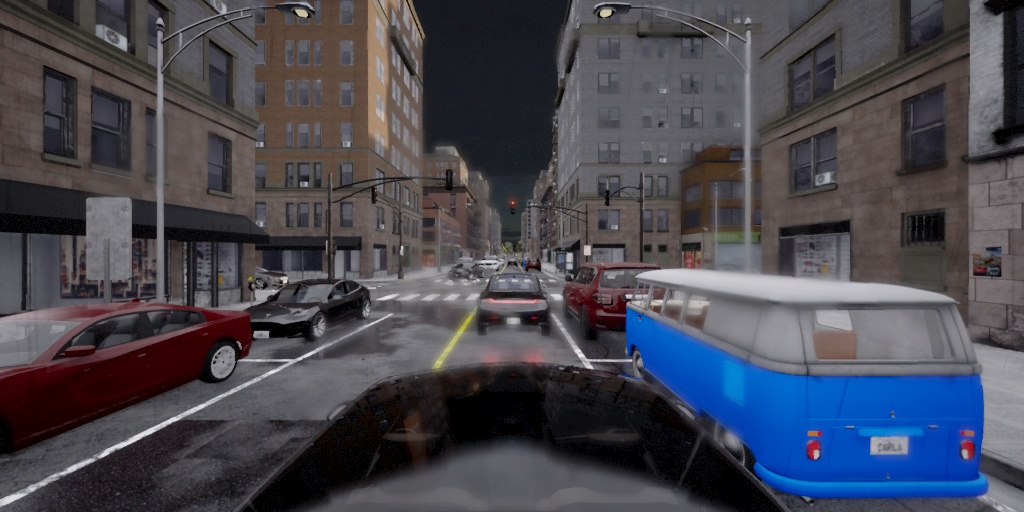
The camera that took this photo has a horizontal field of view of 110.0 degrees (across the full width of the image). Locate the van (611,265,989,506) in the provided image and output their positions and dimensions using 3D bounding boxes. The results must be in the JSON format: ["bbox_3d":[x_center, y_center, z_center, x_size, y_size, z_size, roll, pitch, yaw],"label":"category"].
[{"bbox_3d":[2.646,1.091,4.358,1.690,1.789,3.998,0,0,0],"label":"van"}]

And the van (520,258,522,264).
[{"bbox_3d":[2.774,1.083,63.459,1.690,1.789,3.998,0,0,0],"label":"van"}]

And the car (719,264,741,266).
[{"bbox_3d":[14.689,1.242,24.726,4.181,1.385,1.994,0,0,0],"label":"car"}]

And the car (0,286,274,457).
[{"bbox_3d":[-5.380,1.295,4.369,1.888,1.381,4.507,0,0,0],"label":"car"}]

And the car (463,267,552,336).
[{"bbox_3d":[0.062,1.242,10.412,2.128,1.511,4.902,0,0,0],"label":"car"}]

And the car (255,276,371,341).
[{"bbox_3d":[-5.372,1.316,9.879,1.948,1.339,4.313,0,0,0],"label":"car"}]

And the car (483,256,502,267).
[{"bbox_3d":[-2.788,0.967,45.979,2.150,2.045,5.566,0,0,0],"label":"car"}]

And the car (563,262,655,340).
[{"bbox_3d":[2.653,1.065,9.869,2.192,1.841,5.009,0,0,0],"label":"car"}]

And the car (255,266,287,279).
[{"bbox_3d":[-16.215,1.305,21.764,4.902,1.511,2.128,0,0,0],"label":"car"}]

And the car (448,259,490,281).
[{"bbox_3d":[-3.665,1.253,29.960,1.837,1.490,4.892,1,0,14],"label":"car"}]

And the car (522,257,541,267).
[{"bbox_3d":[2.768,1.060,47.240,2.192,1.841,5.009,0,0,0],"label":"car"}]
